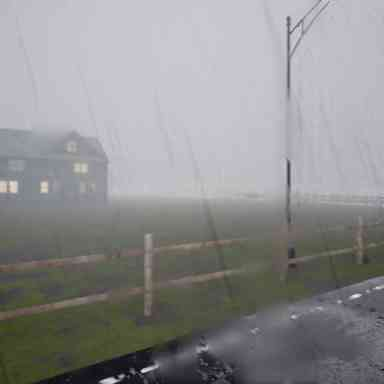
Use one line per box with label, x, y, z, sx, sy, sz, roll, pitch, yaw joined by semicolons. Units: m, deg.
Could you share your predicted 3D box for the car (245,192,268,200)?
car;12.133;0.669;63.008;2.128;1.511;4.902;0;1;-35
